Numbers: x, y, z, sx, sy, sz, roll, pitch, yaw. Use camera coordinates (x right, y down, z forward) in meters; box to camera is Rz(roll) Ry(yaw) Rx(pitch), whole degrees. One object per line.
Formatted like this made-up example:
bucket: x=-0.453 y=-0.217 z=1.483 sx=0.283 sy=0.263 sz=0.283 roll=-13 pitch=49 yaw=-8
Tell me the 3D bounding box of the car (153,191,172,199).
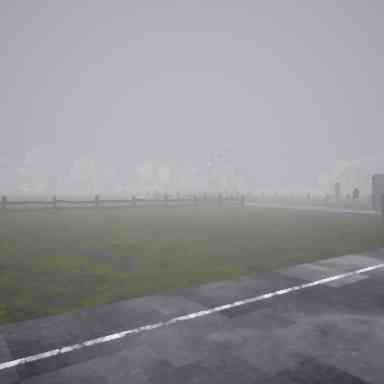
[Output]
car: x=-5.782 y=0.512 z=65.560 sx=2.097 sy=1.767 sz=4.553 roll=-1 pitch=1 yaw=-35
